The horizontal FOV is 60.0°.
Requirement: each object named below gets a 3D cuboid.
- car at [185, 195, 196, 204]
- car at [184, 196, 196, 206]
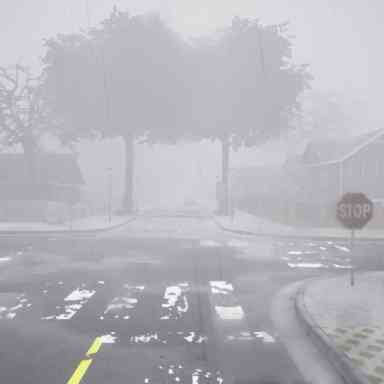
[{"bbox_3d":[-0.345,1.503,66.841,2.097,1.767,4.553,0,0,0],"label":"car"},{"bbox_3d":[-0.293,1.678,56.822,1.994,1.385,4.181,0,0,0],"label":"car"}]
